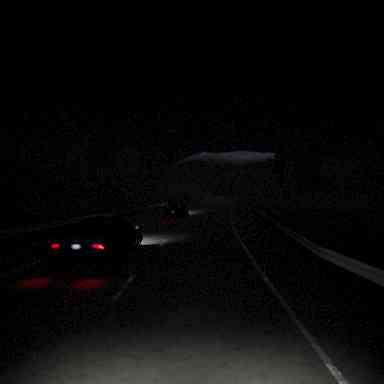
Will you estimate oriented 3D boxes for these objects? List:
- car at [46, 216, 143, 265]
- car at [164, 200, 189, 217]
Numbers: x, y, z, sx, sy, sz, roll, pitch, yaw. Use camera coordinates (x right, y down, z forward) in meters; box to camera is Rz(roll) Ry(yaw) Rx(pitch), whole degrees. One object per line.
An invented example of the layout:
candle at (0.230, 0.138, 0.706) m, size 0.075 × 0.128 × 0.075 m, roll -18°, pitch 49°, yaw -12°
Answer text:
car at (-3.077, 1.561, 11.672) m, size 2.033 × 1.411 × 5.357 m, roll 0°, pitch 0°, yaw 3°
car at (-1.410, 1.534, 31.849) m, size 2.128 × 1.511 × 4.902 m, roll 0°, pitch 0°, yaw 6°
